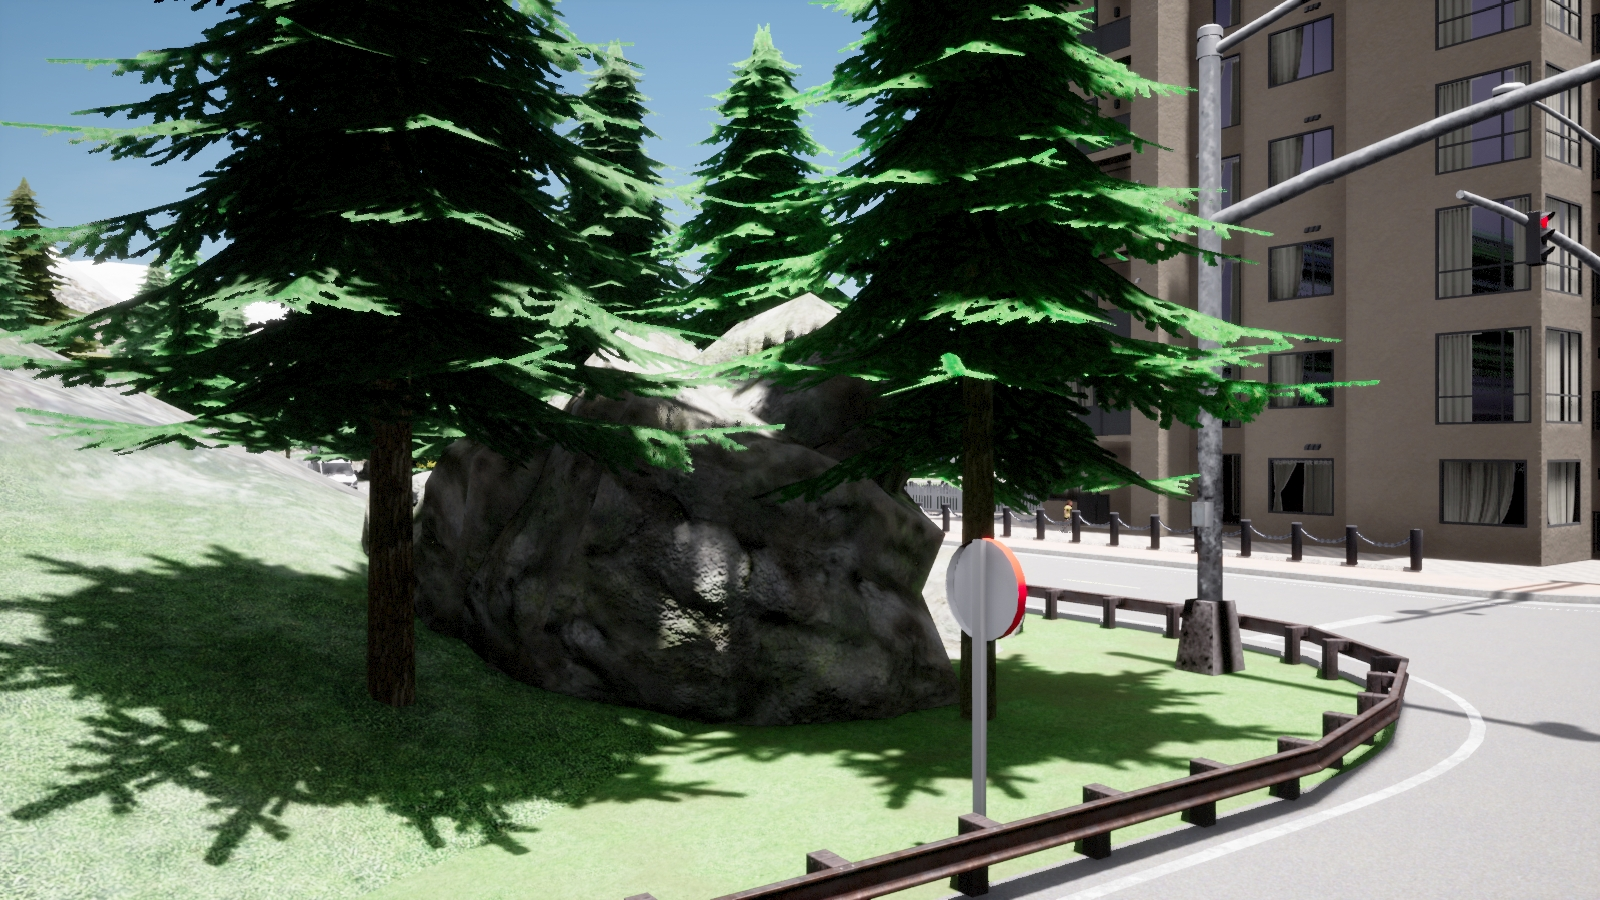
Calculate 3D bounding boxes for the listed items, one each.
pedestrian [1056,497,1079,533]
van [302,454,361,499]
[{"bbox_3d":[8.454,2.040,36.087,0.500,1.100,0.500,0,0,-33],"label":"pedestrian"},{"bbox_3d":[-27.801,1.520,67.706,1.988,2.561,5.915,0,0,-35],"label":"van"}]
